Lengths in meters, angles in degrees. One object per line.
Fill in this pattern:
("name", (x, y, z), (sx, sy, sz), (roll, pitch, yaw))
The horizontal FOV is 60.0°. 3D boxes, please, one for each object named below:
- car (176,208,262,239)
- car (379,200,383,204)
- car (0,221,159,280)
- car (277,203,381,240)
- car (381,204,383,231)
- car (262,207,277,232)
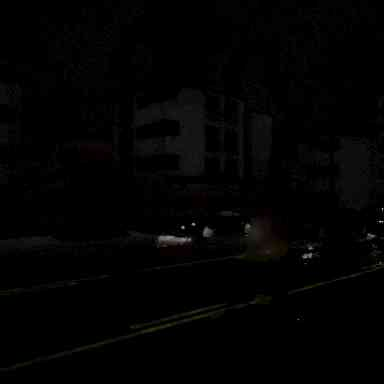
("car", (1.264, 1.565, 17.402), (4.181, 1.385, 1.994), (0, 0, -31))
("car", (14.680, 1.232, 23.278), (5.566, 2.045, 2.150), (0, 0, -11))
("car", (-3.476, 1.597, 10.062), (4.718, 1.301, 1.895), (0, 0, -35))
("car", (7.070, 1.483, 17.038), (5.008, 1.535, 1.882), (0, 0, -27))
("car", (11.443, 1.573, 18.708), (4.181, 1.385, 1.994), (0, 0, -17))
("car", (5.540, 1.606, 20.188), (4.181, 1.385, 1.994), (0, 0, -27))
